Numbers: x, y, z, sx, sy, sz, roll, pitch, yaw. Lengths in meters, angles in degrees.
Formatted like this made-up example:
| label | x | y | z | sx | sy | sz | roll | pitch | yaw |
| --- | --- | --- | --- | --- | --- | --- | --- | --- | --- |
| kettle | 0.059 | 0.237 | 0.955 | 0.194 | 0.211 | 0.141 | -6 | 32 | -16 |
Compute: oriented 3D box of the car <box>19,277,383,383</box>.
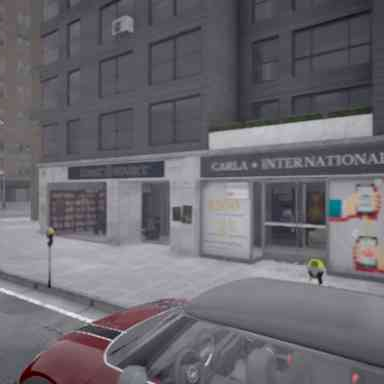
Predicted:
| label | x | y | z | sx | sy | sz | roll | pitch | yaw |
| --- | --- | --- | --- | --- | --- | --- | --- | --- | --- |
| car | 0.437 | 1.437 | 2.536 | 4.097 | 1.590 | 1.967 | 0 | 0 | 36 |
